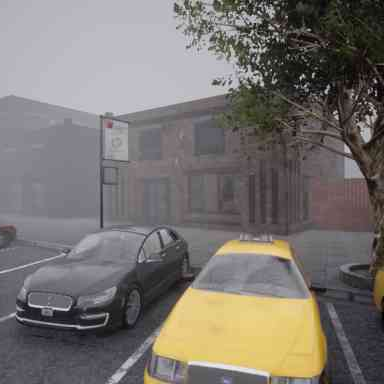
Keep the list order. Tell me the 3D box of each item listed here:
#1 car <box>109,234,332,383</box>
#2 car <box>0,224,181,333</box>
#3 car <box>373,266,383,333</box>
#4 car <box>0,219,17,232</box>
[{"bbox_3d":[0.968,1.480,5.183,1.946,1.575,5.366,1,-1,16],"label":"car"},{"bbox_3d":[-1.418,1.487,7.114,2.231,1.521,4.892,1,-1,16],"label":"car"},{"bbox_3d":[3.411,1.480,3.438,1.946,1.575,5.366,1,-1,16],"label":"car"},{"bbox_3d":[-8.734,1.527,12.357,2.002,1.452,4.674,1,-1,16],"label":"car"}]
